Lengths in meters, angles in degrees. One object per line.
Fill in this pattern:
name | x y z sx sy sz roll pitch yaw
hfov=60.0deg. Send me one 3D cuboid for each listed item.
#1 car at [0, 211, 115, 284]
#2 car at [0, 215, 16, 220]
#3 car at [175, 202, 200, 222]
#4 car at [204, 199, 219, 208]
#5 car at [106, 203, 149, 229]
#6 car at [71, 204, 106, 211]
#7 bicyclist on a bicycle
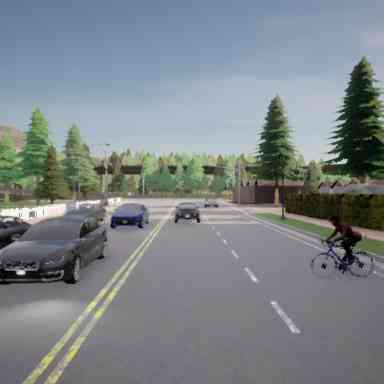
car | -3.754 1.504 9.641 1.837 1.490 4.892 0 0 -1
car | -7.294 1.561 12.012 1.994 1.385 4.181 0 0 -1
car | -0.350 1.522 25.765 1.812 1.442 4.674 0 0 -1
car | 2.699 1.594 47.713 1.895 1.301 4.718 0 0 -1
car | -3.950 1.474 21.832 1.882 1.535 5.008 0 0 -1
car | -7.448 1.544 23.722 2.033 1.411 5.357 0 0 -1
bicyclist on a bicycle | 3.893 1.440 8.625 1.656 1.620 0.582 -1 0 -1
